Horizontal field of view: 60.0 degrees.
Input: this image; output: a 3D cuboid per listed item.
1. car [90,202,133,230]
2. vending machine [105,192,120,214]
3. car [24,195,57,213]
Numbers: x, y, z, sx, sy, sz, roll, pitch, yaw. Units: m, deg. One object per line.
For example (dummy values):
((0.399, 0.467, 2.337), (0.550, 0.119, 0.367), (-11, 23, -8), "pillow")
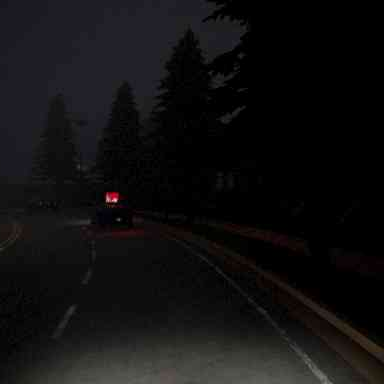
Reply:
((-5.098, 1.376, 20.655), (1.882, 1.535, 5.008), (0, 0, -25), "car")
((-7.764, 1.034, 32.552), (1.100, 2.100, 0.880), (-1, 0, -38), "vending machine")
((-16.394, 1.215, 35.879), (4.553, 1.767, 2.097), (0, 1, 44), "car")
